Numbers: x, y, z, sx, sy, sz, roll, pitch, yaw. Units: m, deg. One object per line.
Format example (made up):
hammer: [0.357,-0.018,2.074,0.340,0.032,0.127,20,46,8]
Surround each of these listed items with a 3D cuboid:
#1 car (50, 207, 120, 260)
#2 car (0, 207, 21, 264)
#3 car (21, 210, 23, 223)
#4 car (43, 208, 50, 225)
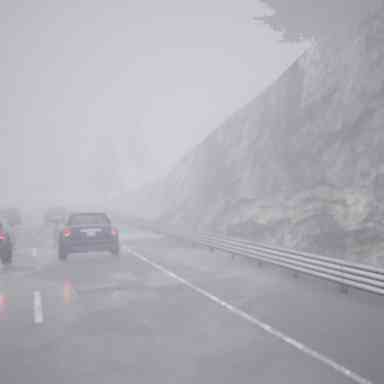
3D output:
car: [-4.416,1.507,13.522,2.097,1.767,4.553,0,-1,-25]
car: [-7.568,1.486,12.001,2.097,1.767,4.553,0,-1,-25]
car: [-14.136,1.851,25.537,1.994,1.385,4.181,0,-1,-26]
car: [-10.973,1.872,27.031,1.994,1.385,4.181,0,-1,-26]
